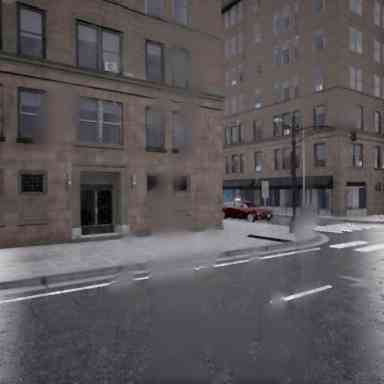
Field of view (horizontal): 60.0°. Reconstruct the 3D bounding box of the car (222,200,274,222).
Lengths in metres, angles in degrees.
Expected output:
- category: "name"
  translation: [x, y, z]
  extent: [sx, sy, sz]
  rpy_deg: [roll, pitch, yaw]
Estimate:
- category: "car"
  translation: [3.986, 1.403, 25.541]
  extent: [1.882, 1.535, 5.008]
  rpy_deg: [-1, 1, -35]
